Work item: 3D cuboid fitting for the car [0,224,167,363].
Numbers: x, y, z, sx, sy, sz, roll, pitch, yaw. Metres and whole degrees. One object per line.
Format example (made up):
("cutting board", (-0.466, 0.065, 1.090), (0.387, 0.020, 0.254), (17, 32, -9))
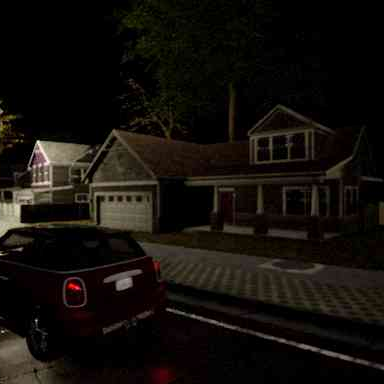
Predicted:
("car", (-2.680, 1.383, 6.191), (4.553, 1.767, 2.097), (0, 0, 37))
